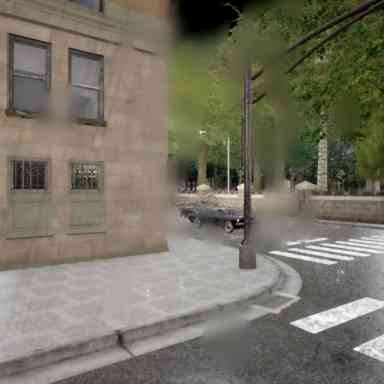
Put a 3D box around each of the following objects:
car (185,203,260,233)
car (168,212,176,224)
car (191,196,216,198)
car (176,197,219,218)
[{"bbox_3d":[1.816,1.585,19.855,1.895,1.301,4.718,0,0,-35],"label":"car"},{"bbox_3d":[-3.199,1.544,22.261,1.947,1.339,4.313,0,0,-35],"label":"car"},{"bbox_3d":[0.571,1.285,31.798,2.192,1.841,5.009,0,0,-35],"label":"car"},{"bbox_3d":[0.458,1.481,27.442,1.837,1.490,4.892,0,0,-35],"label":"car"}]
